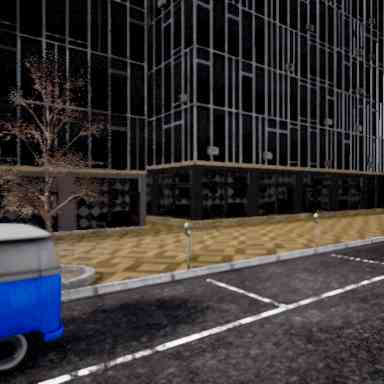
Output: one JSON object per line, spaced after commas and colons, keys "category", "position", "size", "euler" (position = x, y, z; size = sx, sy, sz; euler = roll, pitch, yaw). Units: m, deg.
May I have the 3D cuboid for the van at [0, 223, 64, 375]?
{"category": "van", "position": [-3.638, 1.345, 3.963], "size": [3.998, 1.788, 1.690], "euler": [0, 0, -36]}
